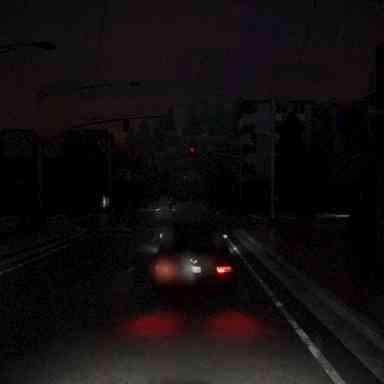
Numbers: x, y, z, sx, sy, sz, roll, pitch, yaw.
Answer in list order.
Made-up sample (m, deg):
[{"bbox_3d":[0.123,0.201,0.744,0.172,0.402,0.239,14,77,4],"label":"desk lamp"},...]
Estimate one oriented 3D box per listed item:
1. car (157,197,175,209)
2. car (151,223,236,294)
[{"bbox_3d":[-3.708,1.531,46.050,1.812,1.442,4.674,0,0,0],"label":"car"},{"bbox_3d":[0.039,1.548,8.938,2.033,1.411,5.357,0,0,0],"label":"car"}]
